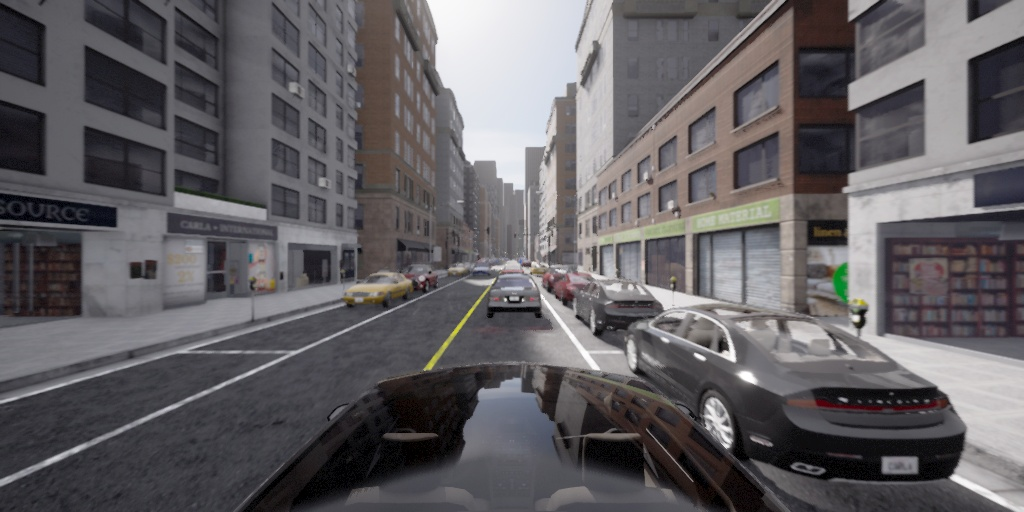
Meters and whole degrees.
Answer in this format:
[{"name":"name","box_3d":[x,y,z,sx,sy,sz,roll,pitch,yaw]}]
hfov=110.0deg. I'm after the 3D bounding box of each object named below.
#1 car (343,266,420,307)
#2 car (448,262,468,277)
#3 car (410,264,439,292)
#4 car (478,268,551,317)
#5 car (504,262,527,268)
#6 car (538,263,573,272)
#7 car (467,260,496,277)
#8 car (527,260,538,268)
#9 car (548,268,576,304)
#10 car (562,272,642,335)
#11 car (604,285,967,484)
[{"name":"car","box_3d":[-5.673,1.317,15.699,1.751,1.417,4.829,0,0,0]},{"name":"car","box_3d":[-5.681,1.385,37.802,1.751,1.417,4.829,0,0,0]},{"name":"car","box_3d":[-5.676,1.247,21.395,1.967,1.591,4.097,0,0,0]},{"name":"car","box_3d":[0.081,1.332,13.287,2.033,1.411,5.357,0,0,0]},{"name":"car","box_3d":[0.081,1.438,30.969,1.895,1.301,4.718,0,0,0]},{"name":"car","box_3d":[2.850,1.248,21.397,1.967,1.591,4.097,0,0,0]},{"name":"car","box_3d":[-3.098,1.407,37.817,2.033,1.411,5.357,0,0,0]},{"name":"car","box_3d":[2.844,1.385,38.144,1.751,1.417,4.829,0,0,0]},{"name":"car","box_3d":[2.852,1.374,15.871,1.802,1.307,4.207,0,0,0]},{"name":"car","box_3d":[2.854,1.326,10.346,2.007,1.370,4.403,0,0,0]},{"name":"car","box_3d":[2.856,1.310,4.820,2.007,1.370,4.403,0,0,0]}]
